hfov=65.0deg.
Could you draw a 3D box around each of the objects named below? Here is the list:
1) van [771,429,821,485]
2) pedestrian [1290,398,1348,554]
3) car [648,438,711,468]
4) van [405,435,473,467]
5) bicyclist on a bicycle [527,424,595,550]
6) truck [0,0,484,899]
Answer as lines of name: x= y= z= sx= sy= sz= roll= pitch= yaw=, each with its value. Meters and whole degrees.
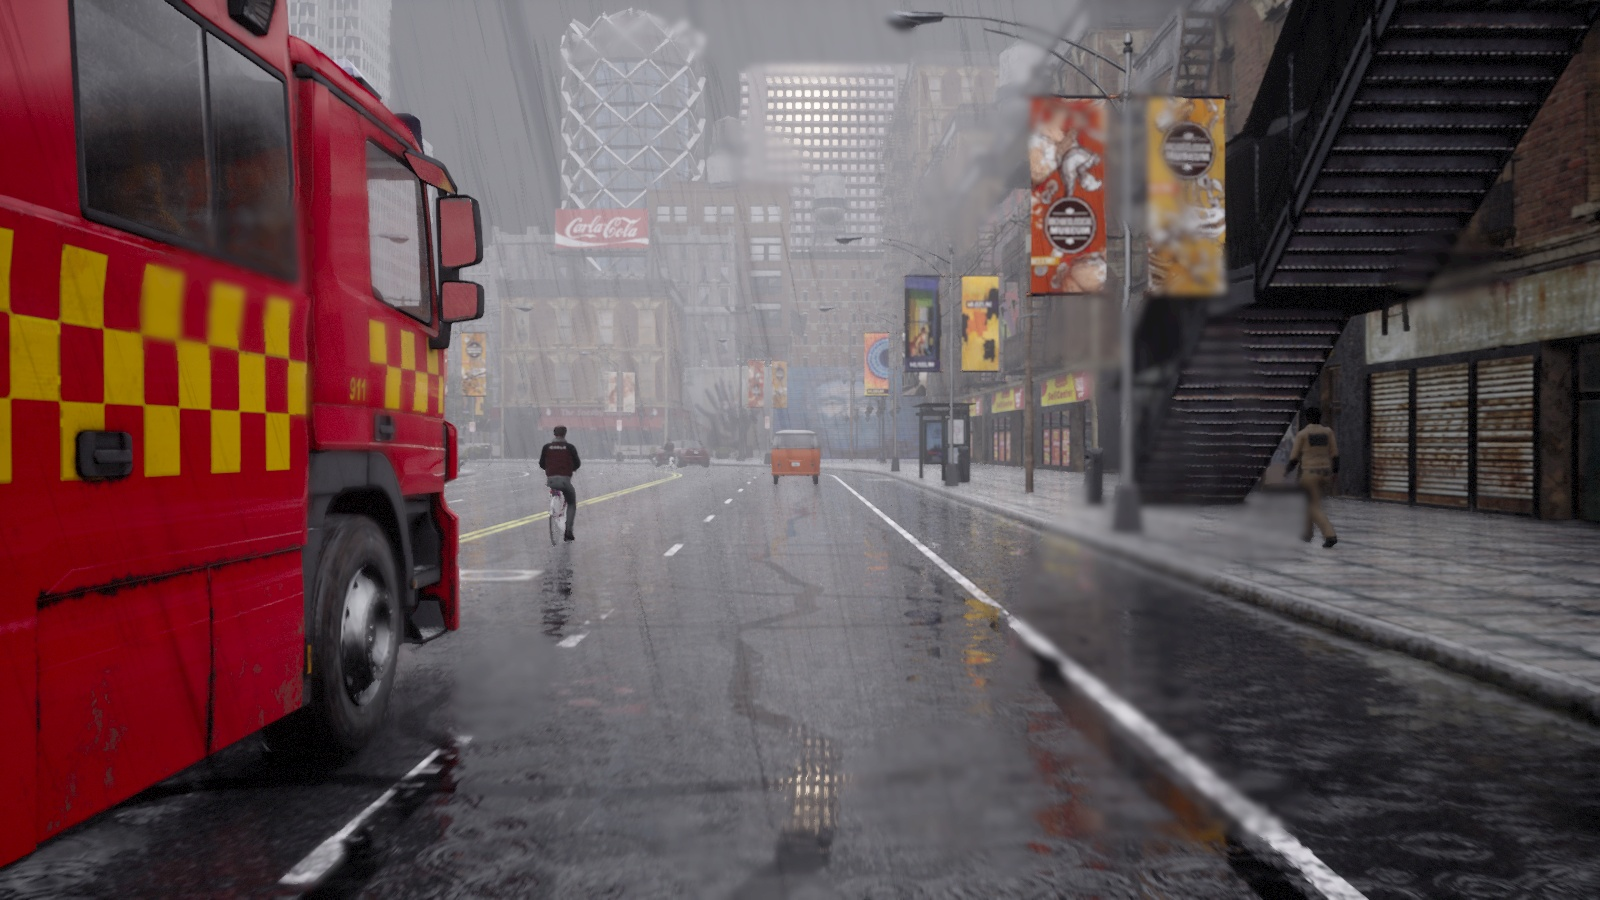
van: x=-0.164 y=0.235 z=46.925 sx=1.775 sy=1.987 sz=4.442 roll=0 pitch=0 yaw=0
pedestrian: x=6.580 y=0.319 z=15.945 sx=0.396 sy=1.930 sz=0.692 roll=0 pitch=0 yaw=-6
car: x=-7.476 y=0.162 z=77.575 sx=2.097 sy=1.767 sz=4.553 roll=0 pitch=0 yaw=-32
van: x=-22.614 y=0.038 z=78.585 sx=4.442 sy=1.987 sz=1.775 roll=0 pitch=0 yaw=37
bicyclist on a bicycle: x=-3.519 y=0.509 z=18.620 sx=0.659 sy=1.776 sz=1.843 roll=0 pitch=1 yaw=0
truck: x=-3.466 y=-0.442 z=3.724 sx=2.891 sy=3.827 sz=8.468 roll=0 pitch=0 yaw=0
